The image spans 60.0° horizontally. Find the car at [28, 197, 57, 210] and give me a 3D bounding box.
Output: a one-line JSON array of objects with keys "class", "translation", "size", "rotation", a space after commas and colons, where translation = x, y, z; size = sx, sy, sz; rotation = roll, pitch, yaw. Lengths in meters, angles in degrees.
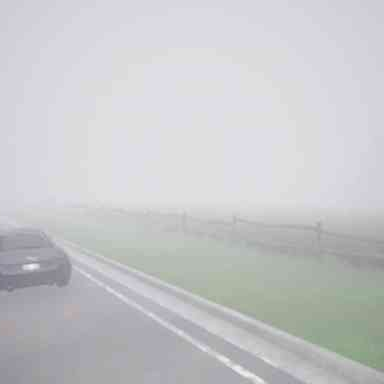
[{"class": "car", "translation": [-22.062, 1.749, 49.187], "size": [3.866, 1.878, 1.905], "rotation": [0, -1, -35]}]

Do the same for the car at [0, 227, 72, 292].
[{"class": "car", "translation": [-4.741, 1.664, 9.081], "size": [1.994, 1.385, 4.181], "rotation": [0, -1, -35]}]
